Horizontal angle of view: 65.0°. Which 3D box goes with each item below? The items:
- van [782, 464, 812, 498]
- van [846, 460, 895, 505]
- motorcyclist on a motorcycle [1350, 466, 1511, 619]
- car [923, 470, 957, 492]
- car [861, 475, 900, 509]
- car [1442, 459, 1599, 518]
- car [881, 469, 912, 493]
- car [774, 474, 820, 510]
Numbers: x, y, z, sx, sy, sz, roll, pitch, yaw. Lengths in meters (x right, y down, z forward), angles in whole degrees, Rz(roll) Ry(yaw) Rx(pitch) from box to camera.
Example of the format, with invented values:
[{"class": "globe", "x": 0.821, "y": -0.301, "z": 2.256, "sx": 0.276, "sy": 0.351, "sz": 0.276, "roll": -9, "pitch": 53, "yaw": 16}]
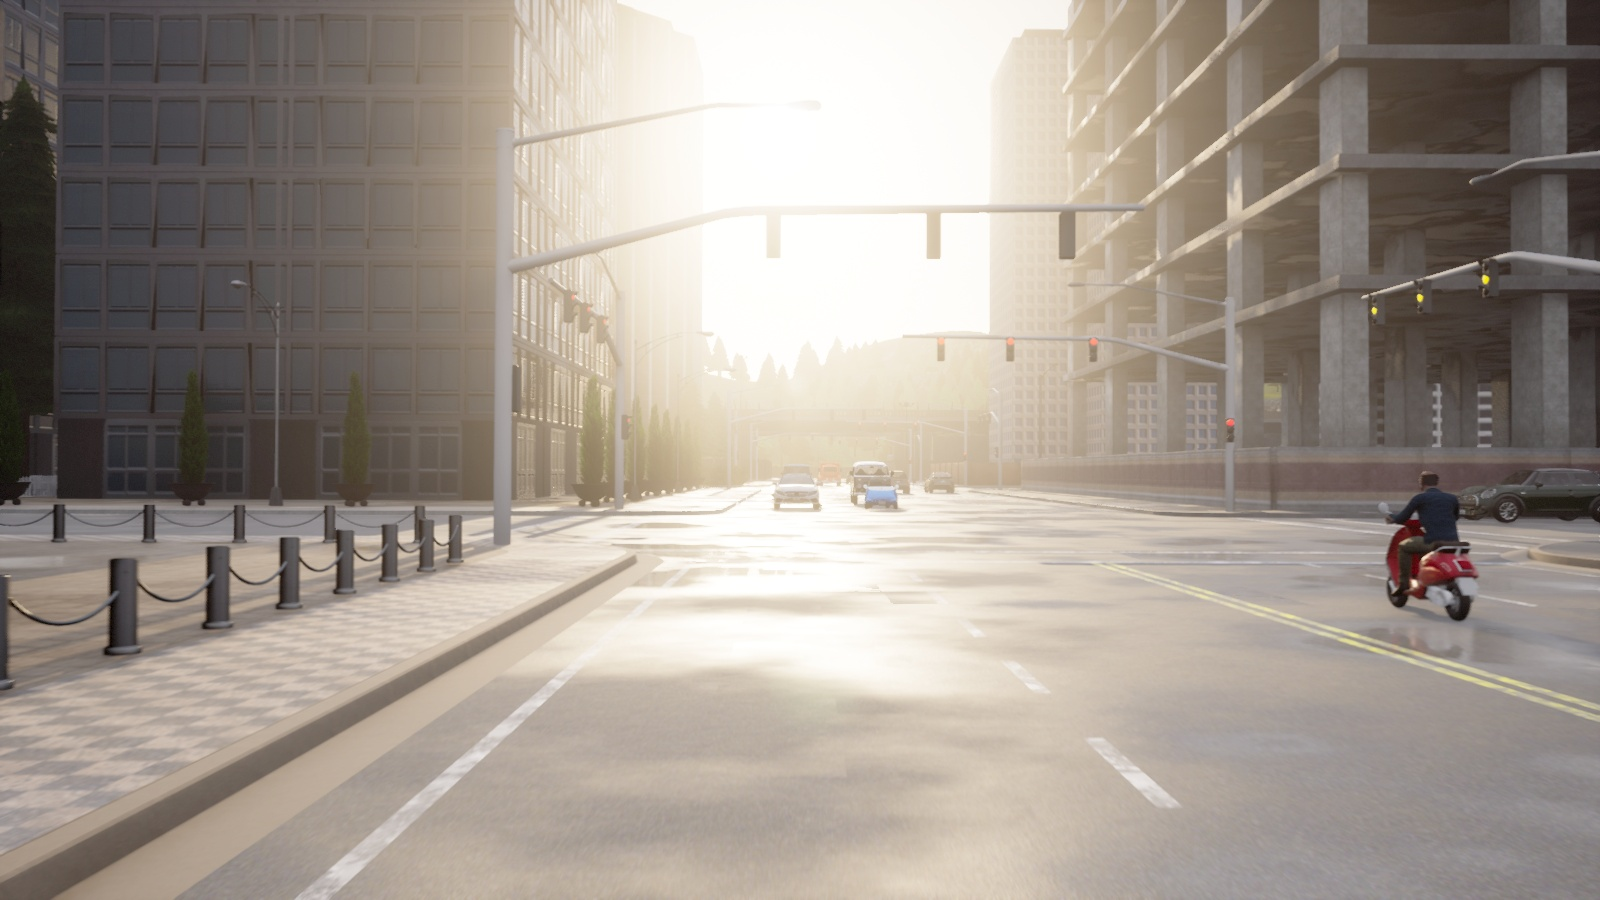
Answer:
[{"class": "van", "x": -0.184, "y": 1.825, "z": 75.080, "sx": 1.775, "sy": 1.987, "sz": 4.442, "roll": 0, "pitch": -1, "yaw": 0}, {"class": "van", "x": 3.351, "y": 1.534, "z": 60.315, "sx": 2.069, "sy": 2.038, "sz": 4.480, "roll": 0, "pitch": -1, "yaw": 0}, {"class": "motorcyclist on a motorcycle", "x": 6.965, "y": 0.974, "z": 13.991, "sx": 0.866, "sy": 1.590, "sz": 1.817, "roll": 0, "pitch": -1, "yaw": 0}, {"class": "car", "x": 10.274, "y": 2.269, "z": 92.498, "sx": 2.007, "sy": 1.525, "sz": 4.514, "roll": 0, "pitch": -1, "yaw": 0}, {"class": "car", "x": 3.372, "y": 1.739, "z": 52.722, "sx": 1.481, "sy": 1.376, "sz": 2.207, "roll": 0, "pitch": -1, "yaw": 0}, {"class": "car", "x": 22.966, "y": 1.185, "z": 39.392, "sx": 4.553, "sy": 1.767, "sz": 2.097, "roll": 0, "pitch": -1, "yaw": 0}, {"class": "car", "x": 6.784, "y": 2.171, "z": 88.702, "sx": 1.851, "sy": 1.617, "sz": 3.988, "roll": 0, "pitch": -1, "yaw": 0}, {"class": "car", "x": -0.128, "y": 1.720, "z": 52.513, "sx": 1.812, "sy": 1.442, "sz": 4.674, "roll": 0, "pitch": -1, "yaw": 0}]
